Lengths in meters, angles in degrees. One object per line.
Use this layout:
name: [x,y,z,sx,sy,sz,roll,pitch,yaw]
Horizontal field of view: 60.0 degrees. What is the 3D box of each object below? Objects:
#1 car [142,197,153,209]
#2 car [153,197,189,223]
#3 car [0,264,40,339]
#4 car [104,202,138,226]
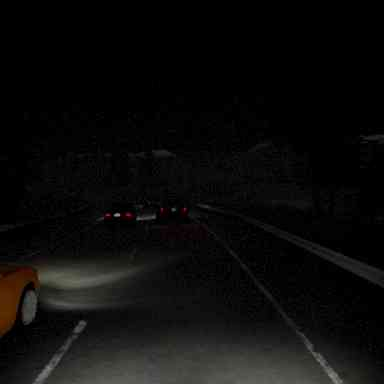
car: [-5.005,1.270,40.936,2.033,1.411,5.357,0,0,-16]
car: [-1.508,1.188,24.189,2.097,1.767,4.553,0,1,-8]
car: [-3.504,1.455,3.710,1.882,1.535,5.008,0,0,-1]
car: [-4.680,1.399,22.107,2.033,1.411,5.357,0,0,-7]
